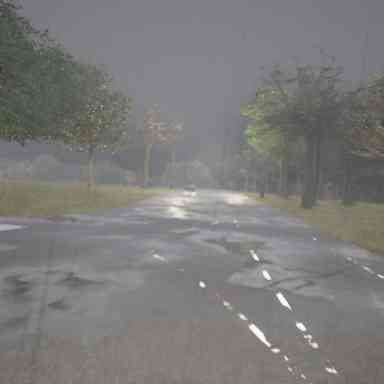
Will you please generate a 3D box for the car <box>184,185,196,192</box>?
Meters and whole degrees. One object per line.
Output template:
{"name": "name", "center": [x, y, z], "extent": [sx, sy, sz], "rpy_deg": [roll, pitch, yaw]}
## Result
{"name": "car", "center": [-0.351, -0.706, 63.854], "extent": [1.895, 1.301, 4.718], "rpy_deg": [4, 2, 4]}
